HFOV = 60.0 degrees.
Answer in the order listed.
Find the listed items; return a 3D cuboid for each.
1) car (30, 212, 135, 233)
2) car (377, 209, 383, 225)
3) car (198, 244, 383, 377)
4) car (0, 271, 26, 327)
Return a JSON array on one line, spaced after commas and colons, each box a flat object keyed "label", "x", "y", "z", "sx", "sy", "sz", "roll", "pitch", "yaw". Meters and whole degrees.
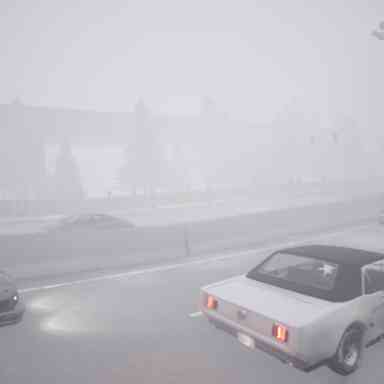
[{"label": "car", "x": -4.443, "y": 1.541, "z": 13.709, "sx": 4.181, "sy": 1.385, "sz": 1.994, "roll": -1, "pitch": 1, "yaw": -35}, {"label": "car", "x": 10.902, "y": 0.923, "z": 15.858, "sx": 5.357, "sy": 1.411, "sz": 2.033, "roll": -5, "pitch": 3, "yaw": -36}, {"label": "car", "x": 2.499, "y": 1.559, "z": 5.527, "sx": 4.718, "sy": 1.301, "sz": 1.895, "roll": -1, "pitch": 1, "yaw": -36}, {"label": "car", "x": -5.226, "y": 1.534, "z": 4.322, "sx": 5.357, "sy": 1.411, "sz": 2.033, "roll": 1, "pitch": 0, "yaw": -35}]
